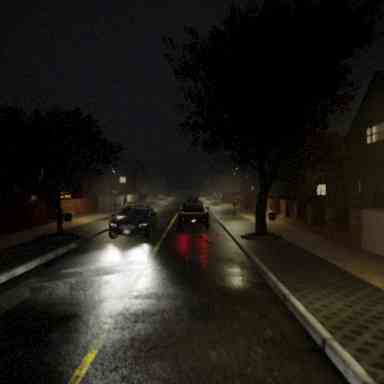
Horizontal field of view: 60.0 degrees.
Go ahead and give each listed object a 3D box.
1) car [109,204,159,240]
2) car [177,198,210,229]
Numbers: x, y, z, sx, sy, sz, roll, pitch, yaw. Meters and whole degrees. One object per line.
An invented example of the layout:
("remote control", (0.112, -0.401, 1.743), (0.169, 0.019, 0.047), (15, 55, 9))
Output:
("car", (-2.754, 1.391, 16.463), (2.128, 1.511, 4.902), (0, 0, 0))
("car", (0.095, 1.366, 20.727), (2.128, 1.511, 4.902), (0, 0, 0))
